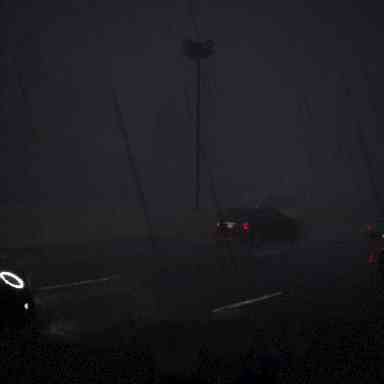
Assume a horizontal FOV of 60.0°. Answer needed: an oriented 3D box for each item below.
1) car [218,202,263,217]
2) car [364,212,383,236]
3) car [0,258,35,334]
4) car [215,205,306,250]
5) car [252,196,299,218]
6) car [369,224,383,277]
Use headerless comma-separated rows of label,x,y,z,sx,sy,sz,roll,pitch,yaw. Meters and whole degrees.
car,5.372,1.811,36.139,5.357,1.411,2.033,1,-1,-44
car,10.654,1.776,16.952,4.718,1.301,1.895,1,0,-41
car,-4.775,1.352,4.749,4.553,1.767,2.097,1,0,-35
car,3.243,1.469,15.282,4.553,1.767,2.097,1,0,-39
car,8.767,1.500,34.573,5.566,2.045,2.150,1,-1,-45
car,6.968,1.667,9.287,4.181,1.385,1.994,1,0,-39
